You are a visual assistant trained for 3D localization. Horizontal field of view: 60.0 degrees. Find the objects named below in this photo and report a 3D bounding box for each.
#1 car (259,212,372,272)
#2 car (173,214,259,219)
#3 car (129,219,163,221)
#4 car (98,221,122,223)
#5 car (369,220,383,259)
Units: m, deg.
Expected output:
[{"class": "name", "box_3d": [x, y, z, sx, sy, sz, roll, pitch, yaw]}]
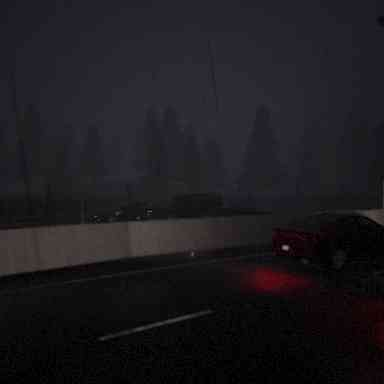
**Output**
[{"class": "car", "box_3d": [4.767, 1.384, 10.517, 5.008, 1.535, 1.882, 0, 0, -30]}, {"class": "car", "box_3d": [1.986, 1.420, 17.240, 5.357, 1.411, 2.033, -1, 0, -28]}, {"class": "car", "box_3d": [-0.546, 1.089, 19.799, 5.566, 2.045, 2.150, 0, 0, -29]}, {"class": "car", "box_3d": [-4.070, 1.374, 21.785, 4.892, 1.490, 1.837, 0, 0, -29]}, {"class": "car", "box_3d": [6.574, 1.410, 7.510, 4.902, 1.511, 2.128, 0, 0, -29]}]
